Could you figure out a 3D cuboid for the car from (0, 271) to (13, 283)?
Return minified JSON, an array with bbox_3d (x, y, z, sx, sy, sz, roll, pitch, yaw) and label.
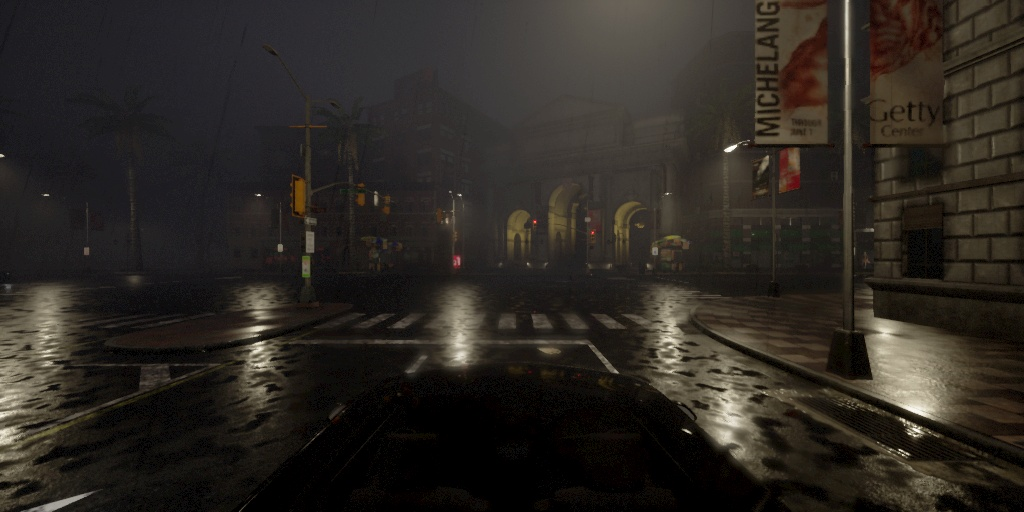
[{"bbox_3d":[-38.610,1.351,25.268,4.718,1.301,1.895,0,0,0],"label":"car"}]
